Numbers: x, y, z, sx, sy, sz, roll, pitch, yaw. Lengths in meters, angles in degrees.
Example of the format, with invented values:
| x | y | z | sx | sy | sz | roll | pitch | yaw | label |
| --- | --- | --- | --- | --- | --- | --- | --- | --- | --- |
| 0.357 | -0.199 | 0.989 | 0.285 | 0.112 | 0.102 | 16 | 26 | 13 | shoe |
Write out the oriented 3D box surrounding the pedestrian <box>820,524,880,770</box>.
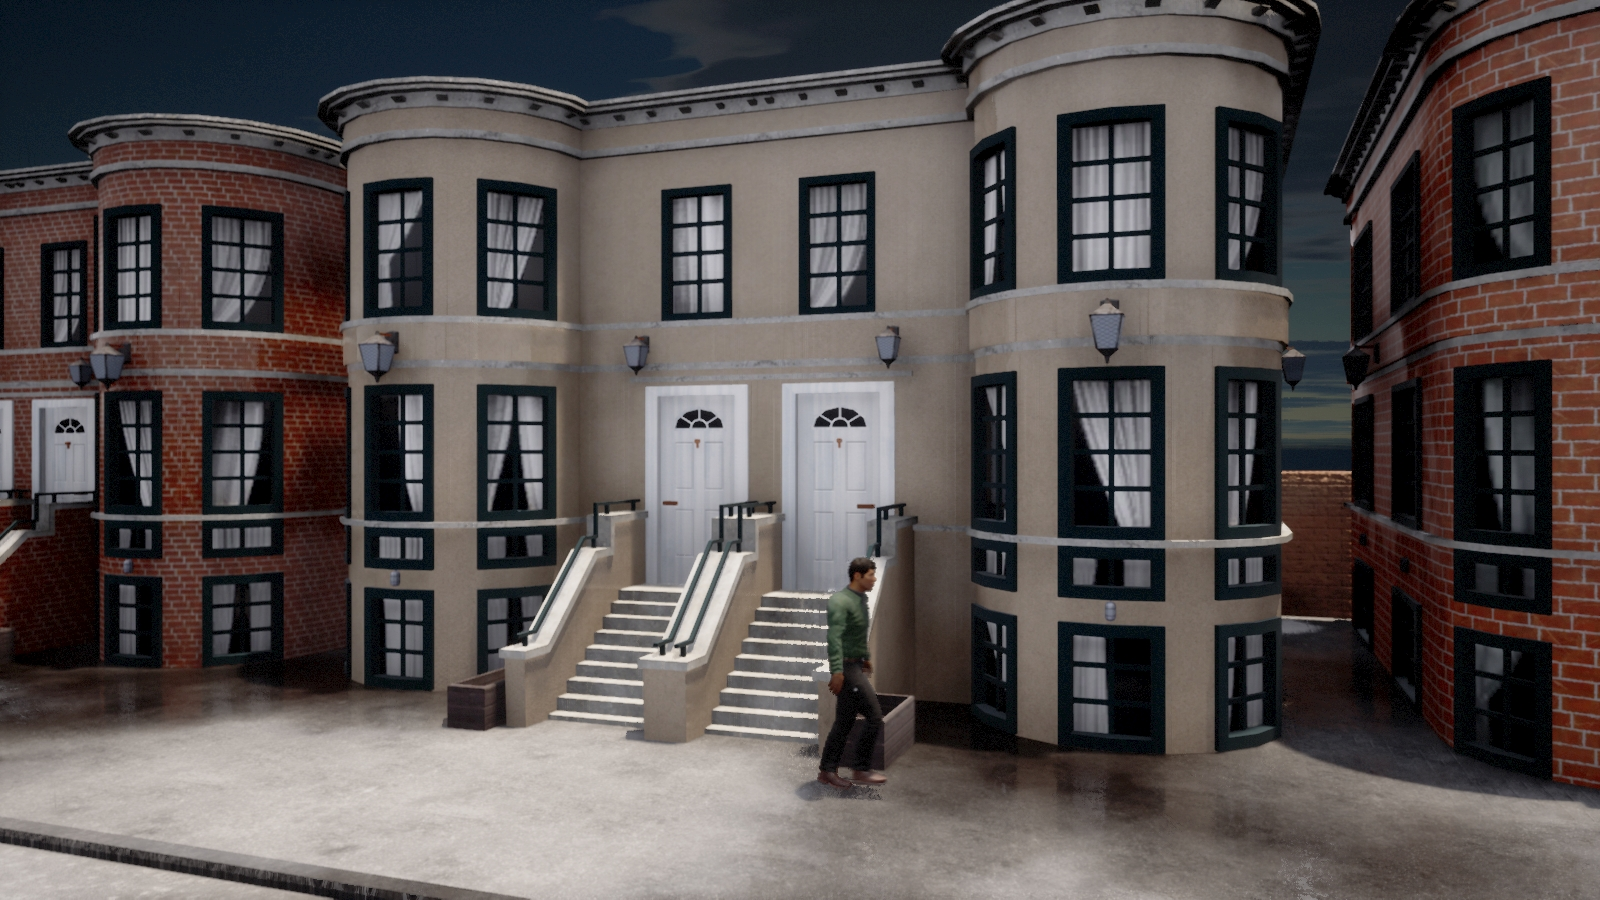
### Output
| x | y | z | sx | sy | sz | roll | pitch | yaw | label |
| --- | --- | --- | --- | --- | --- | --- | --- | --- | --- |
| 0.398 | 1.527 | 9.002 | 0.375 | 1.860 | 0.375 | 0 | 0 | 20 | pedestrian |

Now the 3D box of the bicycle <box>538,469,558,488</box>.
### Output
| x | y | z | sx | sy | sz | roll | pitch | yaw | label |
| --- | --- | --- | --- | --- | --- | --- | --- | --- | --- |
| -17.698 | 1.966 | 80.185 | 1.643 | 1.296 | 0.373 | -1 | 3 | 42 | bicycle |
